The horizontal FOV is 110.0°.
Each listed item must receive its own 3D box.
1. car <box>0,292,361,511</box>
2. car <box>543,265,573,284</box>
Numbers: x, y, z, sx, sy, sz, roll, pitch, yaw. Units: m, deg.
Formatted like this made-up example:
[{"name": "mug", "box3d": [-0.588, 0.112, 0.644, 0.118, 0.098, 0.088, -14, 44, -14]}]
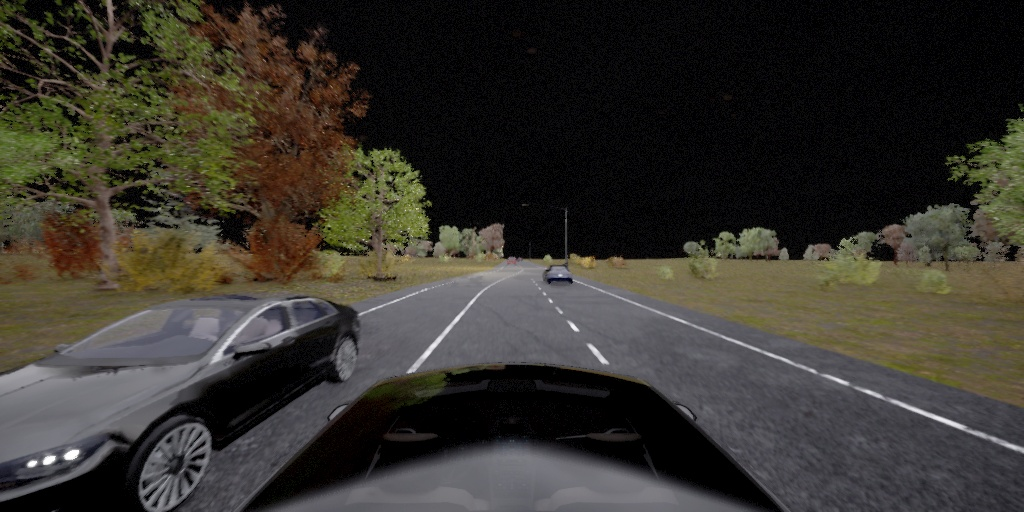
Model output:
[{"name": "car", "box3d": [-3.515, 1.249, 4.284, 2.128, 1.511, 4.902, 0, 0, 0]}, {"name": "car", "box3d": [3.494, 1.363, 27.844, 1.994, 1.385, 4.181, 0, 0, 0]}]
